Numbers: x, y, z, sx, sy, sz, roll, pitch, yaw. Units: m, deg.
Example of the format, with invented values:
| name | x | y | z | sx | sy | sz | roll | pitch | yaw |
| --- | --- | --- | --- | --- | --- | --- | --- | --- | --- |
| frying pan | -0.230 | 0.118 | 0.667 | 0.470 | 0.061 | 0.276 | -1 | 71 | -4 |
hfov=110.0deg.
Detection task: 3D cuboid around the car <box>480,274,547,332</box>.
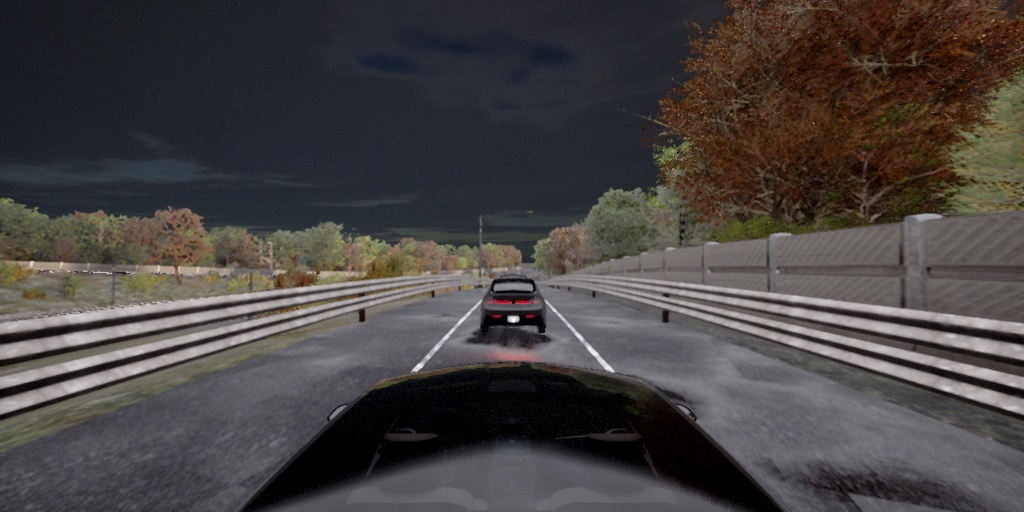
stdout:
| name | x | y | z | sx | sy | sz | roll | pitch | yaw |
| --- | --- | --- | --- | --- | --- | --- | --- | --- | --- |
| car | 0.044 | 1.442 | 11.587 | 1.837 | 1.490 | 4.892 | 0 | -2 | 0 |
